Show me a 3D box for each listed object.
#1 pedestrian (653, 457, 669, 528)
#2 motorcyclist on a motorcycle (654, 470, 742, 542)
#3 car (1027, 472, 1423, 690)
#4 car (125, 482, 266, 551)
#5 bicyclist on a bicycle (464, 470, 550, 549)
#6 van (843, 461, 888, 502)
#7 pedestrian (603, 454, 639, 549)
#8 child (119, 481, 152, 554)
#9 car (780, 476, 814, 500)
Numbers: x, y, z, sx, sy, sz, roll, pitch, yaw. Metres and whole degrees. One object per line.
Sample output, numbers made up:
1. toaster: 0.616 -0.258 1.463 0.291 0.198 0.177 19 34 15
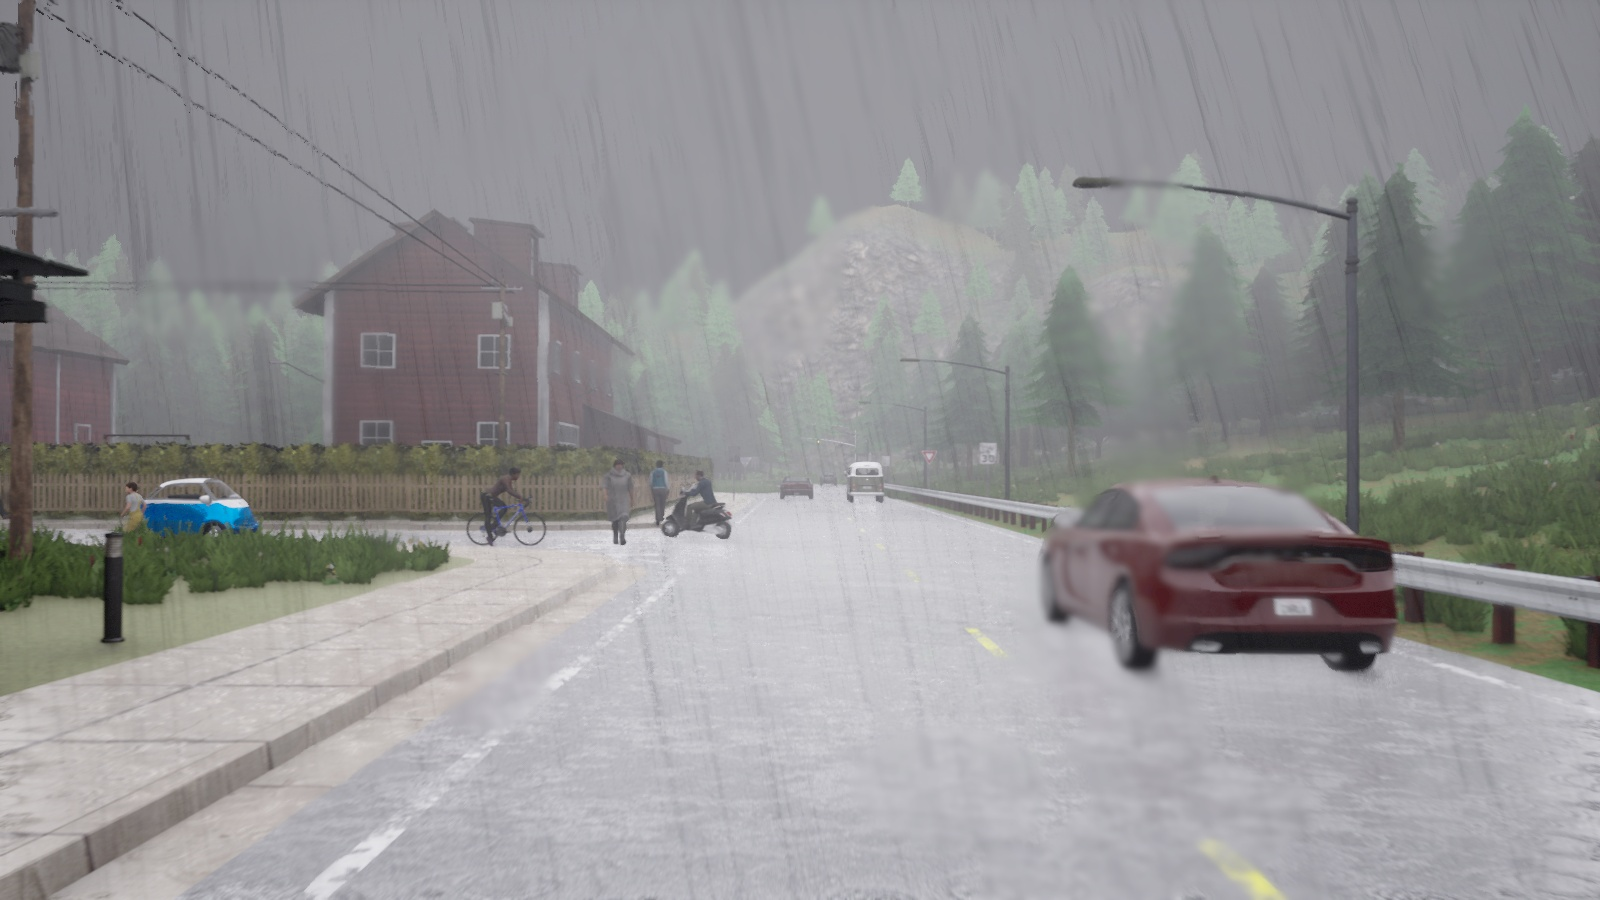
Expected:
1. pedestrian: -3.816 1.156 34.436 0.396 1.930 0.692 0 -1 -2
2. motorcyclist on a motorcycle: -2.346 1.266 28.886 1.817 1.590 0.866 0 1 21
3. car: 3.472 0.972 11.426 1.882 1.535 5.008 0 -1 0
4. car: -12.524 1.363 26.098 2.207 1.376 1.481 0 -1 0
5. bicyclist on a bicycle: -6.085 1.235 26.155 1.656 1.620 0.582 0 -1 -3
6. van: 3.342 1.621 64.680 2.069 2.038 4.480 0 -1 0
7. pedestrian: -3.759 1.061 26.317 0.659 1.952 0.873 0 -1 -13
8. child: -11.610 1.169 21.955 0.437 1.263 0.270 0 -1 -7
9. car: -0.169 2.121 71.027 1.895 1.301 4.718 0 -1 0
